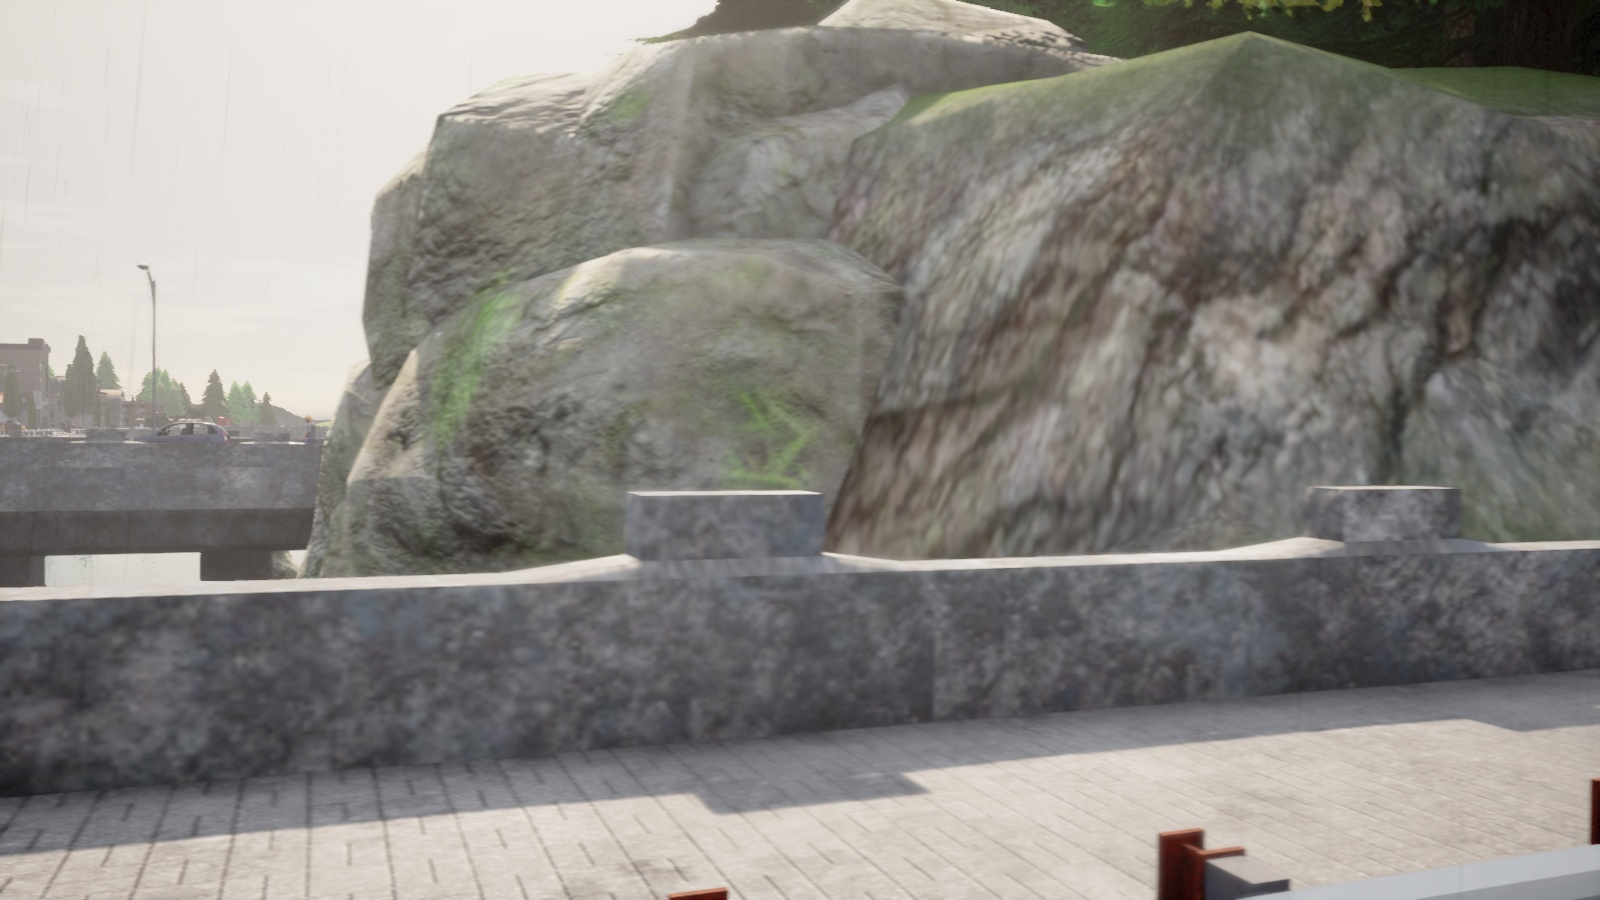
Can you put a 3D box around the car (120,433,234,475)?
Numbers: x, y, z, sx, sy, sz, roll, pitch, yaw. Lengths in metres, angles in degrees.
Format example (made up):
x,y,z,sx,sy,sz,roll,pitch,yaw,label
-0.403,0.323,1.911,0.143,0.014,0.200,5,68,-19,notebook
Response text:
x,y,z,sx,sy,sz,roll,pitch,yaw,label
-25.392,0.135,51.362,3.988,1.617,1.851,-1,1,-21,car

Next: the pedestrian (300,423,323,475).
x,y,z,sx,sy,sz,roll,pitch,yaw,label
-17.304,-0.029,44.510,0.706,1.836,0.354,-1,1,-17,pedestrian
